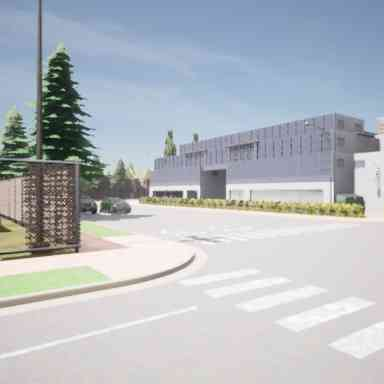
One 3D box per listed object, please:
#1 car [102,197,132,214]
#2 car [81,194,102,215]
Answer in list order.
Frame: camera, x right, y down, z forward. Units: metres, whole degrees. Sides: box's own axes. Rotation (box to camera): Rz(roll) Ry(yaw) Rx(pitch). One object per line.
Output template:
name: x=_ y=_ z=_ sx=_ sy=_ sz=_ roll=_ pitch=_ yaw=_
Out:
car: x=-8.147 y=1.364 z=35.265 sx=2.097 sy=1.767 sz=4.553 roll=0 pitch=0 yaw=-35
car: x=-11.445 y=1.234 z=33.848 sx=2.150 sy=2.045 sz=5.566 roll=0 pitch=0 yaw=-35
